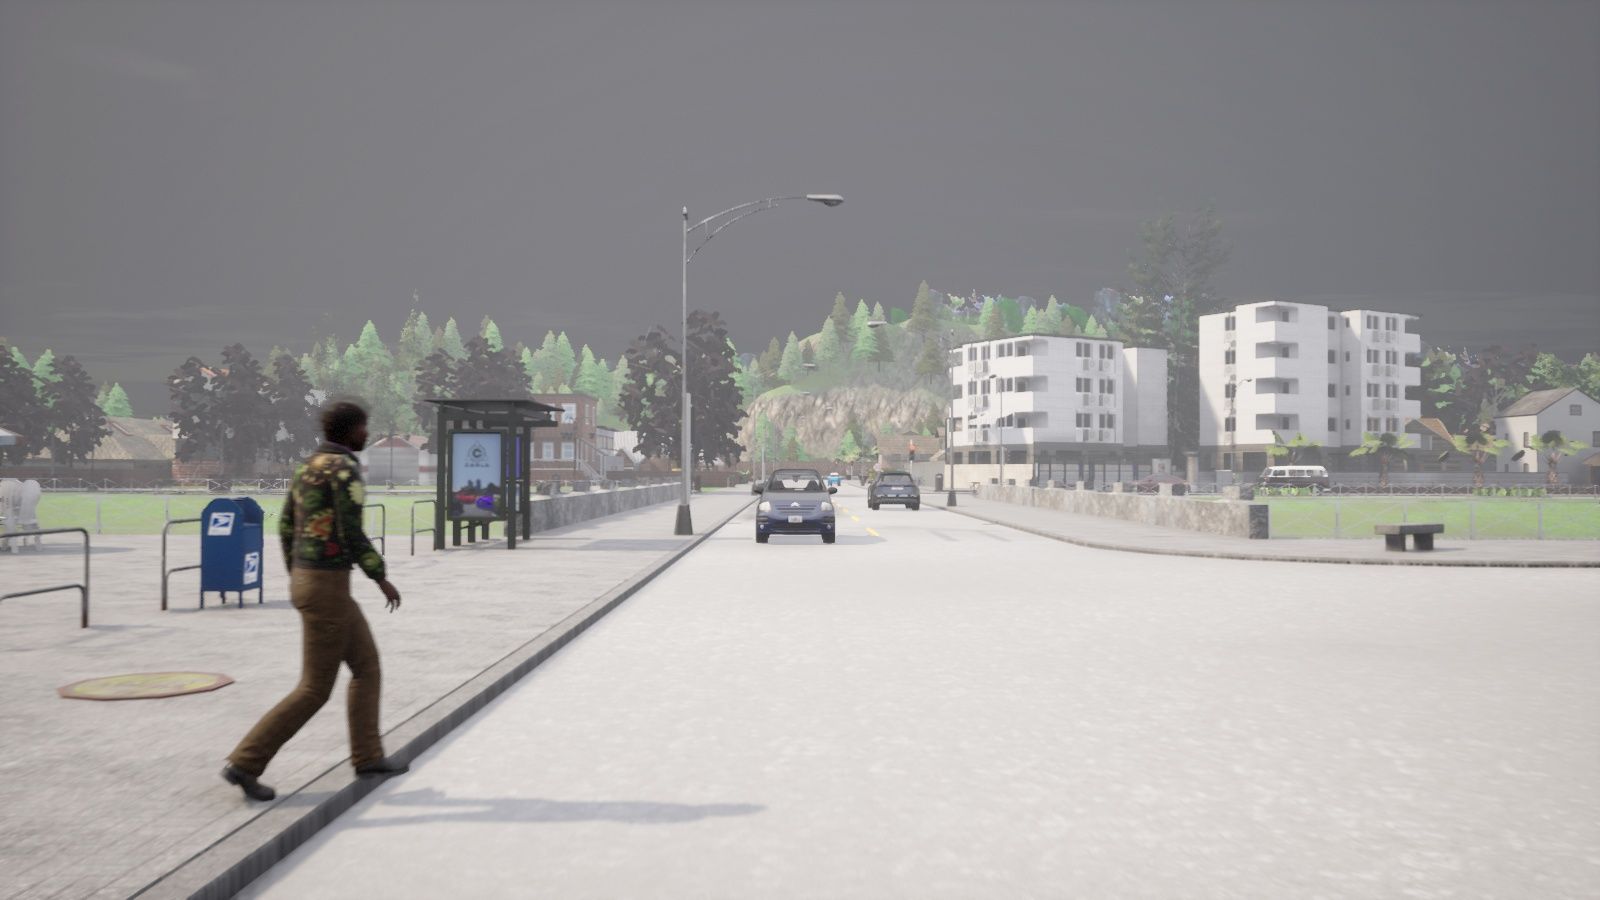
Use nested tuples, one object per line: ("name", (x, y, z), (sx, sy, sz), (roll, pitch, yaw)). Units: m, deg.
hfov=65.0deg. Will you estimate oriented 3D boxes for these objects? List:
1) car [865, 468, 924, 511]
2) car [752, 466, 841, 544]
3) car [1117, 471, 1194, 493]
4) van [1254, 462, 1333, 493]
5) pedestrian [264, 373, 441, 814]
("car", (3.849, 1.599, 51.930), (2.033, 1.649, 4.856), (0, -1, 0))
("car", (-0.082, 1.185, 28.184), (1.851, 1.617, 3.988), (0, -1, 0))
("car", (23.927, 2.163, 84.711), (4.674, 1.442, 1.812), (0, -1, 0))
("van", (33.284, 1.824, 84.739), (4.480, 2.038, 2.069), (0, -1, 0))
("pedestrian", (-2.089, 0.631, 5.876), (0.692, 1.930, 0.395), (0, -1, -37))
